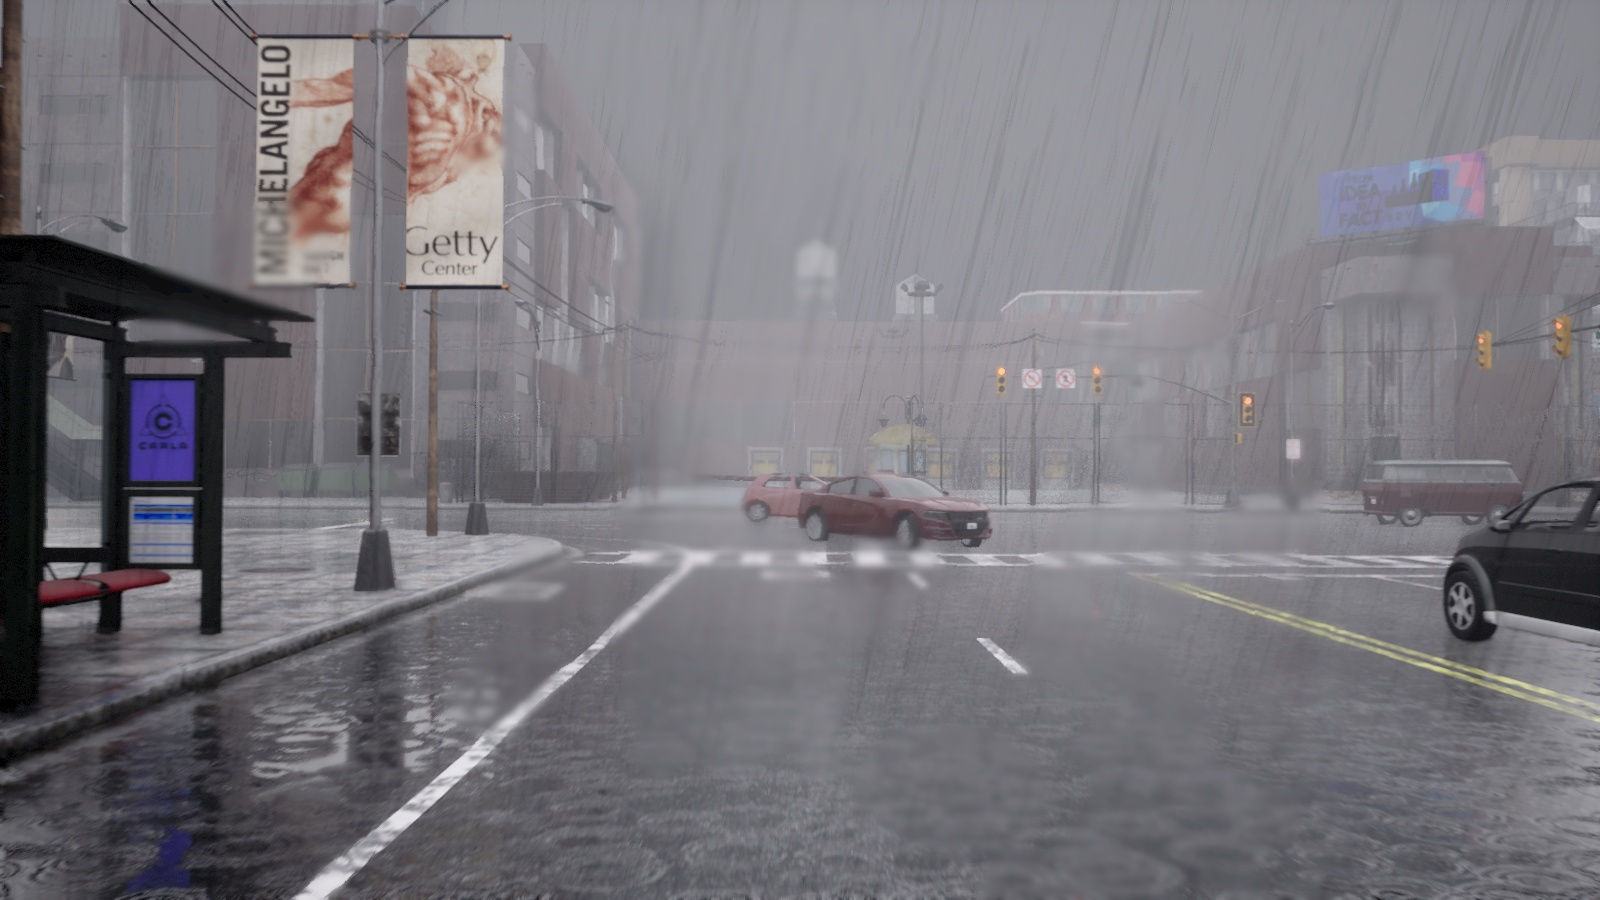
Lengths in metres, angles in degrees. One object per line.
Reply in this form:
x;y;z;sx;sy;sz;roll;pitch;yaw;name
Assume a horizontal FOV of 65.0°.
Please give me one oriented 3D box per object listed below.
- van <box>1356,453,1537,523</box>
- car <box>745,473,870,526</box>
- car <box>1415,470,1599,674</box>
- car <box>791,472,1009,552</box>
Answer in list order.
19.145;1.118;37.311;4.442;1.987;1.775;0;-1;0;van
0.223;1.457;37.434;3.633;1.501;1.845;0;-1;0;car
6.987;0.943;10.546;1.789;1.549;3.705;0;-1;0;car
1.991;1.233;26.712;1.882;1.535;5.008;1;-1;-35;car
